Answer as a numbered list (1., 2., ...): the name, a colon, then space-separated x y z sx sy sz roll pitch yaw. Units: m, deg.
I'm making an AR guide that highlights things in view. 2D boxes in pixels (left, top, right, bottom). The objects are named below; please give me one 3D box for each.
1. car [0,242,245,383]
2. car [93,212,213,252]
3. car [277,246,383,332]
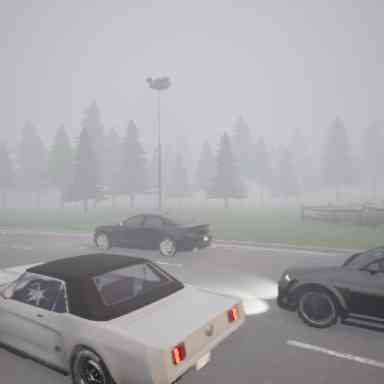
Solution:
1. car: -1.739 1.628 4.959 4.718 1.301 1.895 -1 0 32
2. car: -1.640 1.526 12.989 5.008 1.535 1.882 -1 0 30
3. car: 3.593 1.542 5.520 4.181 1.385 1.994 -1 0 35
